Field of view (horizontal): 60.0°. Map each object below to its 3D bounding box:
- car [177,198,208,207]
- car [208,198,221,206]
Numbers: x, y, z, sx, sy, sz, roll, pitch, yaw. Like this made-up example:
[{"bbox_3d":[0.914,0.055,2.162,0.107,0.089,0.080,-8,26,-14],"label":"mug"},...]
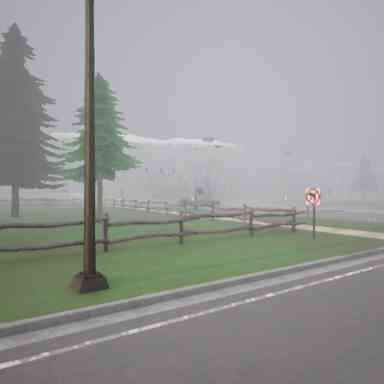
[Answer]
[{"bbox_3d":[-0.273,1.599,52.226,2.033,1.411,5.357,0,0,-35],"label":"car"},{"bbox_3d":[2.608,1.651,54.214,1.895,1.301,4.718,0,0,-35],"label":"car"}]
